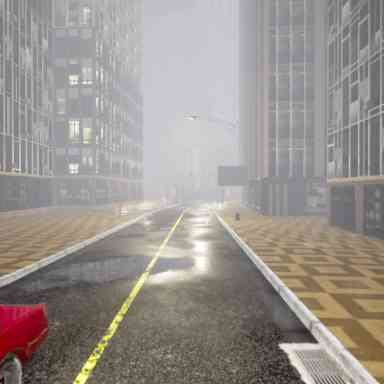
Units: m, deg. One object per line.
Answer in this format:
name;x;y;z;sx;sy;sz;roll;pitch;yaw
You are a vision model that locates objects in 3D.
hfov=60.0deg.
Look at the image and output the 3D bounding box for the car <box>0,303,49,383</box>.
car;-2.729;1.601;1.902;1.895;1.301;4.718;0;0;1
